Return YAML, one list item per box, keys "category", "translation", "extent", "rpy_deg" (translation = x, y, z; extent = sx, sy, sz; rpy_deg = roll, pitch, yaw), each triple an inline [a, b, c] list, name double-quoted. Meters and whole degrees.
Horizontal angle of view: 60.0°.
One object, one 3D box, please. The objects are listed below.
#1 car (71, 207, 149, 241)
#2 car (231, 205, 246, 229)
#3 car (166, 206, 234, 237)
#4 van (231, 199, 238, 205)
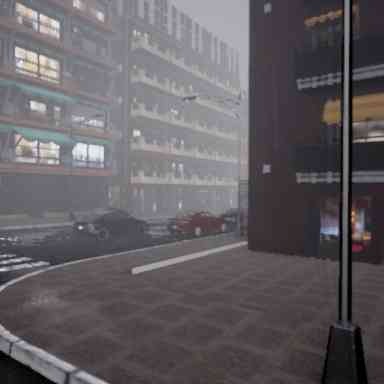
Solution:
- category: "car"
  translation: [-4.193, 1.692, 17.559]
  extent: [1.994, 1.385, 4.181]
  rpy_deg: [1, 0, 35]
- category: "car"
  translation: [3.433, 1.838, 23.738]
  extent: [1.947, 1.339, 4.313]
  rpy_deg: [0, -1, 35]
- category: "car"
  translation: [0.370, 1.747, 19.387]
  extent: [1.887, 1.381, 4.507]
  rpy_deg: [0, -1, 35]
- category: "van"
  translation: [6.404, 1.776, 42.465]
  extent: [1.690, 1.788, 3.998]
  rpy_deg: [0, -1, 35]
